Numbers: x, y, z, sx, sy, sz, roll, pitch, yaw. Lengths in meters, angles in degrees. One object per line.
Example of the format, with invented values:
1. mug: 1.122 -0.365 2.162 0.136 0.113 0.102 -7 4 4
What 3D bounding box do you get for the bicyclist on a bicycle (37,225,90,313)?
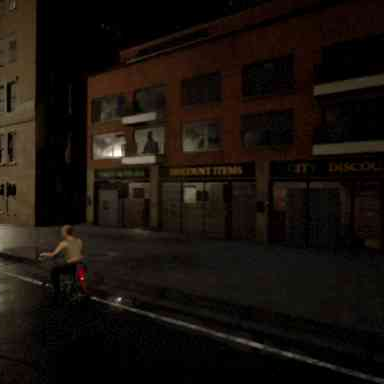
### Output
1. bicyclist on a bicycle: -2.471 1.442 6.454 1.509 1.612 0.866 0 0 35
